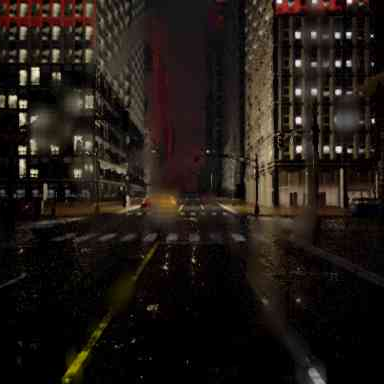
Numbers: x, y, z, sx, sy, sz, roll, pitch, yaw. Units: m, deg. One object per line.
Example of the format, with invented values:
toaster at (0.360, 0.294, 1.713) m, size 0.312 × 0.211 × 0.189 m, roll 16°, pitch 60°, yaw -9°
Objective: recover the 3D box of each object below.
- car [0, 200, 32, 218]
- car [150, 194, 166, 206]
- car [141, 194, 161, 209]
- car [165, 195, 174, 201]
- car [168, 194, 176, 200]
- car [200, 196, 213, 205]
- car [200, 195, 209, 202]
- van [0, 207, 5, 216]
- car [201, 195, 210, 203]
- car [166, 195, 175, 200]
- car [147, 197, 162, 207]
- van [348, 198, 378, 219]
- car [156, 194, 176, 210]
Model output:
car at (-16.493, 1.457, 29.347) m, size 4.097 × 1.590 × 1.967 m, roll 0°, pitch -1°, yaw 0°
car at (-5.675, 1.236, 55.918) m, size 2.192 × 1.841 × 5.009 m, roll 1°, pitch 0°, yaw 0°
car at (-5.676, 1.377, 44.767) m, size 1.967 × 1.590 × 4.097 m, roll 1°, pitch 0°, yaw 0°
car at (-5.681, 1.428, 83.794) m, size 1.887 × 1.381 × 4.507 m, roll 1°, pitch 0°, yaw 0°
car at (-5.682, 1.412, 94.944) m, size 1.887 × 1.381 × 4.507 m, roll 1°, pitch 0°, yaw 0°
car at (2.700, 1.503, 55.980) m, size 1.802 × 1.307 × 4.206 m, roll 1°, pitch 0°, yaw 0°
car at (2.700, 1.464, 72.713) m, size 1.947 × 1.339 × 4.313 m, roll 1°, pitch 0°, yaw 0°
van at (-5.809, 1.332, 6.701) m, size 1.690 × 1.788 × 3.998 m, roll 1°, pitch 0°, yaw 0°
car at (2.701, 1.430, 67.306) m, size 1.752 × 1.417 × 4.829 m, roll 1°, pitch 0°, yaw 0°
car at (-5.681, 1.426, 89.369) m, size 2.008 × 1.369 × 4.403 m, roll 1°, pitch 0°, yaw 0°
car at (-5.680, 1.511, 50.343) m, size 1.802 × 1.307 × 4.206 m, roll 1°, pitch 0°, yaw 0°
van at (15.982, 1.411, 29.277) m, size 3.998 × 1.788 × 1.690 m, roll 0°, pitch -1°, yaw 0°
car at (-3.001, 1.454, 42.131) m, size 1.882 × 1.535 × 5.008 m, roll 0°, pitch 2°, yaw 0°
